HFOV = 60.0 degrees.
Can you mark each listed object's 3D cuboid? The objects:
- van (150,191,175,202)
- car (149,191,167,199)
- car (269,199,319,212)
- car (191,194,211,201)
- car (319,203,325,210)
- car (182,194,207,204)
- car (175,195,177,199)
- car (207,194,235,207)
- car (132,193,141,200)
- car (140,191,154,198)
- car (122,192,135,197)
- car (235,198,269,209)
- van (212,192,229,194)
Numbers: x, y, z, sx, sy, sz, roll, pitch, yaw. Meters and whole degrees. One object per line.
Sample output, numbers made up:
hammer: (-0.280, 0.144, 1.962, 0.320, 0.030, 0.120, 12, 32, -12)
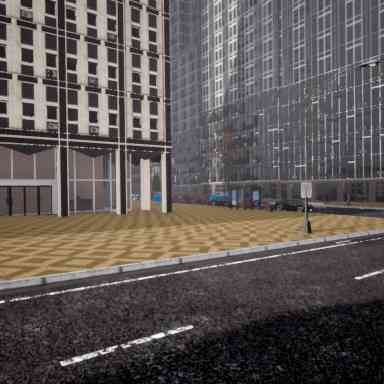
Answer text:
van: (-5.218, 0.937, 58.691, 1.690, 1.788, 3.998, 0, 1, -34)
car: (-7.935, 0.615, 77.493, 2.192, 1.841, 5.009, 0, 1, -34)
car: (10.728, 1.424, 35.171, 1.947, 1.339, 4.313, 0, 1, -34)
car: (1.697, 1.043, 63.426, 1.802, 1.307, 4.206, 0, 1, -34)
car: (12.430, 1.406, 37.485, 1.895, 1.301, 4.718, -1, 1, -34)
car: (0.190, 1.085, 55.414, 1.882, 1.535, 5.008, -1, 1, -34)
car: (-4.724, 0.936, 72.806, 1.802, 1.307, 4.206, 0, 1, -34)
car: (4.369, 1.319, 44.595, 1.947, 1.339, 4.313, 0, 1, -34)
car: (-11.640, 1.039, 68.073, 2.008, 1.369, 4.403, 0, 1, -34)
car: (-11.146, 0.686, 82.184, 1.967, 1.590, 4.097, 0, 1, -34)
car: (-17.567, 0.688, 91.564, 2.008, 1.369, 4.403, 0, 1, -34)
car: (7.531, 1.388, 39.873, 1.802, 1.307, 4.206, 0, 1, -34)
van: (4.907, 0.855, 58.733, 1.690, 1.788, 3.998, 0, 1, -34)
